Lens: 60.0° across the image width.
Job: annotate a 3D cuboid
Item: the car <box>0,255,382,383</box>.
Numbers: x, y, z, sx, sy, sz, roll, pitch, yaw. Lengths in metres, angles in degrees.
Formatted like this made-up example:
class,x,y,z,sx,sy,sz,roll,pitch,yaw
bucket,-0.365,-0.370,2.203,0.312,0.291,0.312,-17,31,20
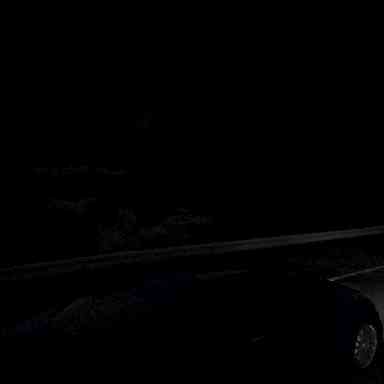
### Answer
class,x,y,z,sx,sy,sz,roll,pitch,yaw
car,0.336,1.510,3.900,4.674,1.442,1.812,0,0,-35
